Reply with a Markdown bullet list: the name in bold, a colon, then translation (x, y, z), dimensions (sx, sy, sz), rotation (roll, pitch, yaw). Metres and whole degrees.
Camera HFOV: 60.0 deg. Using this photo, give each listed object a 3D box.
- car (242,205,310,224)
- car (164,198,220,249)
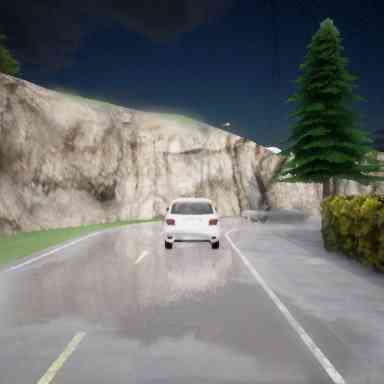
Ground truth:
- **car**: translation (6.205, 1.616, 24.420), dimensions (4.718, 1.301, 1.895), rotation (0, 0, -16)
- **car**: translation (0.000, 1.258, 14.680), dimensions (2.150, 2.045, 5.566), rotation (0, 0, 0)
